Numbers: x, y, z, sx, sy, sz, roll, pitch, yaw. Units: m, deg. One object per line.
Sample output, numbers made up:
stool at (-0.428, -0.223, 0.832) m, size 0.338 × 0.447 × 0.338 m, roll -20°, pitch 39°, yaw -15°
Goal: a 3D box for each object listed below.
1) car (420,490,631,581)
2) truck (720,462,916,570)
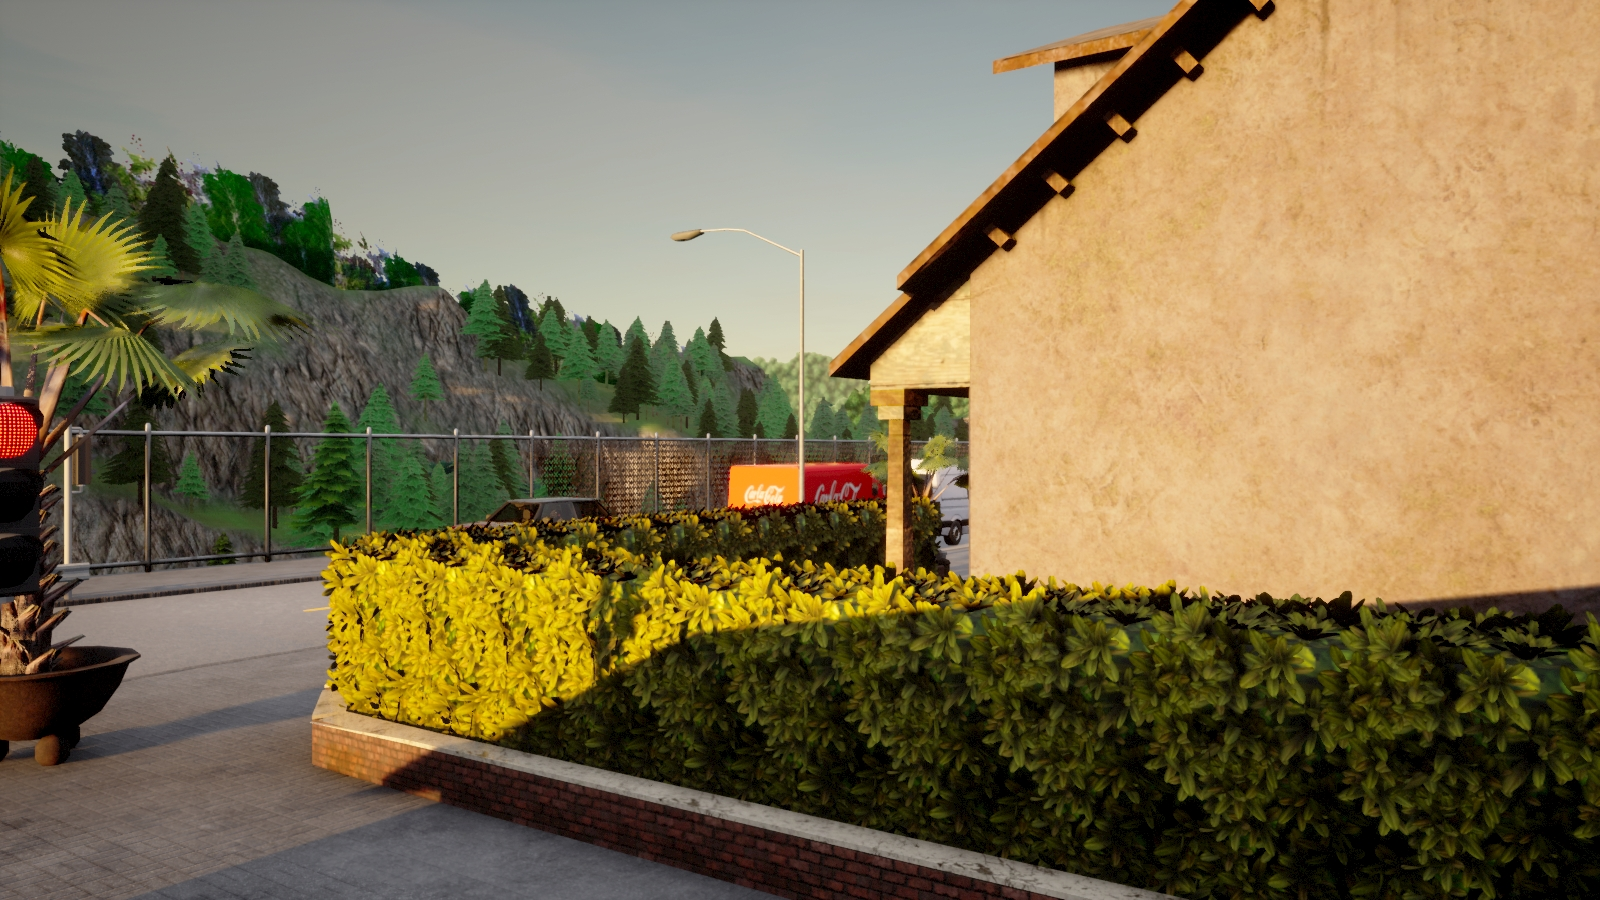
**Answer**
car at (-6.312, 1.906, 26.765) m, size 2.097 × 1.767 × 4.553 m, roll 0°, pitch 0°, yaw 35°
truck at (0.584, 1.568, 29.600) m, size 2.627 × 2.467 × 5.204 m, roll 0°, pitch 0°, yaw 35°
